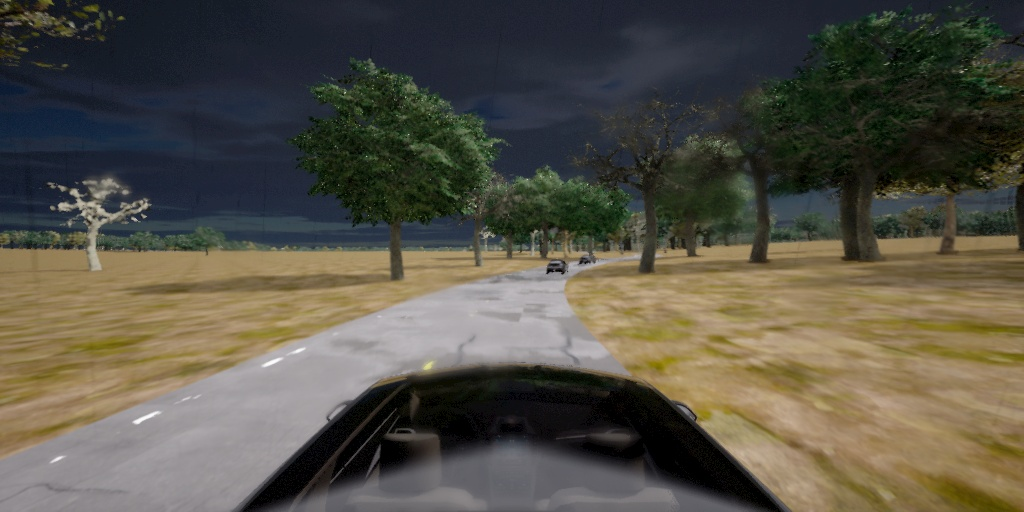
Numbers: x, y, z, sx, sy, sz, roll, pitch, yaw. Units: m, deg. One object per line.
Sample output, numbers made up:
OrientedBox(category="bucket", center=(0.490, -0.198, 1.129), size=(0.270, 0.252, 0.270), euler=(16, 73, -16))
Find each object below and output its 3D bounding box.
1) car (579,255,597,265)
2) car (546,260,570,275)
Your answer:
OrientedBox(category="car", center=(11.532, 0.564, 54.301), size=(1.837, 1.490, 4.892), euler=(1, 1, 26))
OrientedBox(category="car", center=(4.819, 1.100, 37.319), size=(1.837, 1.490, 4.892), euler=(0, 1, 17))
